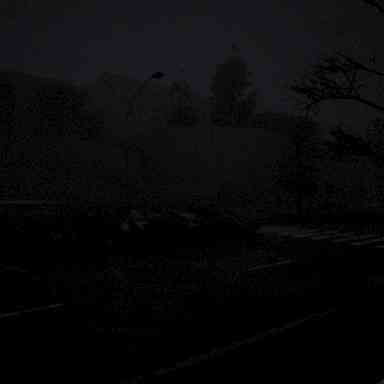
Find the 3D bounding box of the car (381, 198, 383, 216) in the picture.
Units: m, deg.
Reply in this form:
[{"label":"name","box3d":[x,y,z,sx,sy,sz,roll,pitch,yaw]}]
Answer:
[{"label":"car","box3d":[15.683,1.498,27.972,5.366,1.575,1.946,-1,0,35]}]

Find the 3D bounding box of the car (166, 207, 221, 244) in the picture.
[{"label":"car","box3d":[-1.275,1.535,15.672,4.674,1.452,2.002,-1,-1,35]}]

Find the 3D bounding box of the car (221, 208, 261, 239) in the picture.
[{"label":"car","box3d":[1.196,1.526,17.406,4.792,1.488,2.163,-1,-1,34]}]

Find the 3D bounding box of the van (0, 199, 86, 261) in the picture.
[{"label":"van","box3d":[-6.234,1.269,12.280,4.442,1.987,1.878,-1,-1,35]}]

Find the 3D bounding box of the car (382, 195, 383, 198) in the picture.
[{"label":"car","box3d":[20.757,1.236,31.349,5.566,2.045,2.435,-1,-1,35]}]

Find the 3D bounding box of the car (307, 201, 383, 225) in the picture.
[{"label":"car","box3d":[10.973,1.529,24.374,4.792,1.488,2.163,-1,-1,34]}]

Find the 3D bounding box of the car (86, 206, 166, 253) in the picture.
[{"label":"car","box3d":[-3.682,1.369,13.928,4.553,1.767,2.185,-1,-1,34]}]
